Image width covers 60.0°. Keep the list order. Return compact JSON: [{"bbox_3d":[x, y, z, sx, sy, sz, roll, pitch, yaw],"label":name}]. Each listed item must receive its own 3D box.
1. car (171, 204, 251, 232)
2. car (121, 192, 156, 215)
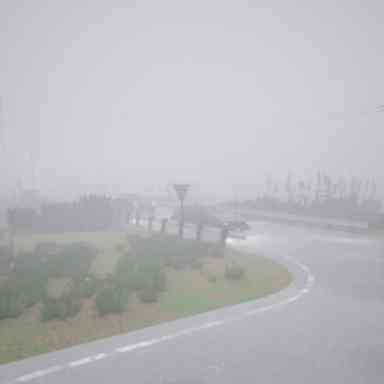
[{"bbox_3d":[0.831,1.376,18.477,2.033,1.411,5.357,0,1,-34],"label":"car"},{"bbox_3d":[-4.625,0.854,26.584,2.097,1.767,4.553,0,2,-34],"label":"car"}]
